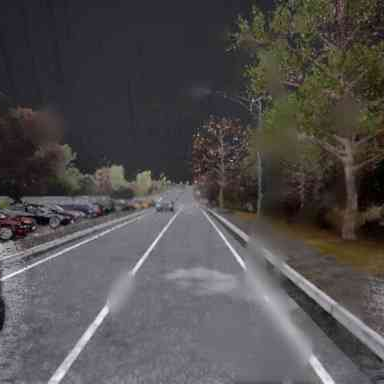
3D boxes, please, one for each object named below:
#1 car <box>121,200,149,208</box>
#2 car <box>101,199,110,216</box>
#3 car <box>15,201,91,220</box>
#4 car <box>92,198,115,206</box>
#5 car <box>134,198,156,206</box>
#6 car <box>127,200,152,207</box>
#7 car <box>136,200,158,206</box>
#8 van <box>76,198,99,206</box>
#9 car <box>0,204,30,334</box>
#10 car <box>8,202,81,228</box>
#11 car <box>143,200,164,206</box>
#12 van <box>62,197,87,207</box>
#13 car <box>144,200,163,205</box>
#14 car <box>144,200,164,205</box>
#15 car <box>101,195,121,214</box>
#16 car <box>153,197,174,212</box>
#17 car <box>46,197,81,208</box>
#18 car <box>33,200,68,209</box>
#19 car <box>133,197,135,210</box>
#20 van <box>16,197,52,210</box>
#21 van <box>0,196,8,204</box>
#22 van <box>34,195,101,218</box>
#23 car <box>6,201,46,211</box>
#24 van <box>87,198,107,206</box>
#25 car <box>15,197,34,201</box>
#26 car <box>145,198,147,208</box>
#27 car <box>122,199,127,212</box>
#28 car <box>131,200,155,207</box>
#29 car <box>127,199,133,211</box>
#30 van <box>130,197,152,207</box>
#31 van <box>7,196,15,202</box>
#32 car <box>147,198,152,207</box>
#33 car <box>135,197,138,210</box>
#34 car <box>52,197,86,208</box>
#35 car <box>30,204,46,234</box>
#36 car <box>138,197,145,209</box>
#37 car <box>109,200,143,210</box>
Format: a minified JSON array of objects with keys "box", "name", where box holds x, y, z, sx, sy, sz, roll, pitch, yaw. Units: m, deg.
[{"box":[-10.446,2.213,60.975,4.792,1.488,2.163,0,-1,0],"name":"car"},{"box":[-10.432,1.619,30.469,4.792,1.488,2.163,0,-1,0],"name":"car"},{"box":[-10.392,1.605,24.911,4.674,1.452,2.002,0,0,0],"name":"car"},{"box":[-23.649,2.586,88.727,5.566,2.045,2.435,0,-2,0],"name":"car"},{"box":[-10.539,2.344,74.854,4.553,1.767,2.185,0,-1,0],"name":"car"},{"box":[-10.459,2.327,66.526,4.792,1.488,2.163,0,-1,0],"name":"car"},{"box":[-10.509,2.534,77.630,4.892,1.521,2.231,0,-2,0],"name":"car"},{"box":[-23.480,2.246,74.904,4.442,1.987,1.878,0,-1,0],"name":"van"},{"box":[-3.354,1.221,1.826,2.150,2.045,5.566,0,0,0],"name":"car"},{"box":[-10.353,1.583,22.134,4.792,1.488,2.163,0,0,0],"name":"car"},{"box":[-10.355,2.833,88.720,5.366,1.575,1.946,0,-2,0],"name":"car"},{"box":[-23.451,2.073,66.579,4.442,1.987,1.878,0,-1,0],"name":"van"},{"box":[-10.554,2.918,91.494,4.892,1.521,2.231,0,-2,0],"name":"car"},{"box":[-10.739,2.994,94.269,5.366,1.575,1.946,0,-2,0],"name":"car"},{"box":[-10.438,1.365,33.225,5.566,2.045,2.435,0,-1,0],"name":"car"},{"box":[-3.472,1.693,43.578,2.097,1.767,4.553,0,-1,0],"name":"car"},{"box":[-23.527,1.935,61.041,5.566,2.045,2.435,0,-1,0],"name":"car"},{"box":[-23.536,2.072,55.496,5.008,1.535,2.097,0,-1,0],"name":"car"},{"box":[-10.404,1.718,44.325,4.553,1.767,2.185,0,-1,0],"name":"car"},{"box":[-23.645,1.731,49.836,4.442,1.987,1.878,0,-1,0],"name":"van"},{"box":[-10.480,1.291,13.807,4.442,1.987,1.878,0,0,0],"name":"van"},{"box":[-10.280,1.351,27.689,4.442,1.987,1.878,0,0,0],"name":"van"},{"box":[-23.520,1.943,47.187,4.674,1.452,2.002,0,-1,0],"name":"car"},{"box":[-23.724,2.449,83.065,4.442,1.987,1.878,0,-2,0],"name":"van"},{"box":[-23.481,1.536,41.528,5.566,2.045,2.435,0,-1,0],"name":"car"},{"box":[-10.468,2.071,55.425,4.892,1.521,2.231,0,-1,0],"name":"car"},{"box":[-10.425,1.770,38.770,4.674,1.452,2.002,0,-1,0],"name":"car"},{"box":[-10.531,2.440,72.078,4.792,1.488,2.163,0,-1,0],"name":"car"},{"box":[-10.423,1.786,41.546,5.008,1.535,2.097,0,-1,0],"name":"car"},{"box":[-10.612,2.128,69.307,4.442,1.987,1.878,0,-1,0],"name":"van"},{"box":[-23.619,1.505,38.757,4.442,1.987,1.878,0,-1,0],"name":"van"},{"box":[-10.283,2.124,58.200,5.366,1.575,1.946,0,-1,0],"name":"car"},{"box":[-10.411,1.774,47.100,4.553,1.767,2.185,0,-1,0],"name":"car"},{"box":[-23.534,1.991,63.811,5.566,2.045,2.435,0,-1,0],"name":"car"},{"box":[-10.375,1.529,16.583,5.008,1.535,2.097,0,0,0],"name":"car"},{"box":[-10.263,1.954,49.874,5.366,1.575,1.946,0,-1,0],"name":"car"},{"box":[-10.449,2.014,52.649,4.892,1.521,2.231,0,-1,0],"name":"car"}]
